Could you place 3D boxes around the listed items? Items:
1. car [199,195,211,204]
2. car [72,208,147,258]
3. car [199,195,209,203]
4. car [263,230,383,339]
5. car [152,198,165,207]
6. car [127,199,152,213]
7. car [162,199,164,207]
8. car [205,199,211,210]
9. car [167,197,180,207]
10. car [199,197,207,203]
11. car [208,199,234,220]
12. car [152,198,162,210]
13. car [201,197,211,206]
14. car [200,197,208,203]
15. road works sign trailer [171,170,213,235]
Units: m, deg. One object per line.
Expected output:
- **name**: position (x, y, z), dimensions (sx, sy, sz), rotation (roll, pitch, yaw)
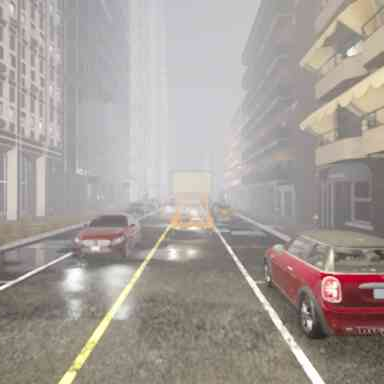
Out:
- **car**: position (2.668, 1.557, 68.745), dimensions (2.192, 1.841, 5.009), rotation (0, 0, 0)
- **car**: position (-3.106, 1.567, 13.017), dimensions (1.812, 1.442, 4.674), rotation (0, 0, 0)
- **car**: position (2.671, 1.638, 57.447), dimensions (1.967, 1.590, 4.097), rotation (0, 0, 0)
- **car**: position (2.688, 1.461, 6.611), dimensions (1.967, 1.590, 4.097), rotation (0, 0, 0)
- **car**: position (-5.709, 1.722, 57.274), dimensions (1.752, 1.417, 4.829), rotation (0, 0, 0)
- **car**: position (-5.702, 1.680, 34.850), dimensions (1.947, 1.339, 4.313), rotation (0, 0, 0)
- **car**: position (-5.708, 1.616, 51.797), dimensions (1.967, 1.590, 4.097), rotation (0, 0, 0)
- **car**: position (2.679, 1.680, 34.853), dimensions (1.947, 1.339, 4.313), rotation (0, 0, 0)
- **car**: position (-3.067, 1.696, 55.639), dimensions (1.837, 1.490, 4.892), rotation (0, 0, 1)
- **car**: position (2.664, 1.868, 80.041), dimensions (1.802, 1.307, 4.206), rotation (0, 0, 0)
- **car**: position (2.681, 1.620, 29.374), dimensions (1.752, 1.417, 4.829), rotation (0, 0, 0)
- **car**: position (-5.705, 1.705, 46.147), dimensions (2.008, 1.369, 4.403), rotation (0, 0, 0)
- **car**: position (2.675, 1.705, 46.150), dimensions (2.008, 1.369, 4.403), rotation (0, 0, 0)
- **car**: position (2.666, 1.846, 74.392), dimensions (1.802, 1.307, 4.206), rotation (0, 0, 0)
- **road works sign trailer**: position (-0.007, 0.526, 19.269), dimensions (2.380, 3.560, 2.880), rotation (0, 0, 0)
